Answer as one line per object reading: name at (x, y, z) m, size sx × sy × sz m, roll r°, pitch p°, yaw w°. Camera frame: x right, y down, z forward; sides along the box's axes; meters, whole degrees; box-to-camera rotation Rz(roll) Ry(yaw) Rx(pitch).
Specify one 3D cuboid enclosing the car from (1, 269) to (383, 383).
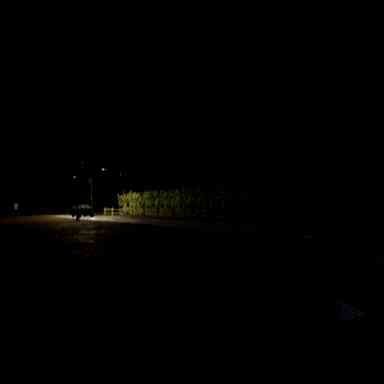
car at (0.386, 1.558, 3.235) m, size 4.181 × 1.385 × 1.994 m, roll 0°, pitch 0°, yaw -36°

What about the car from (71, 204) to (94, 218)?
car at (-16.936, 2.914, 51.313) m, size 2.150 × 2.045 × 5.566 m, roll 1°, pitch -3°, yaw -36°

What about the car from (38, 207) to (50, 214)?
car at (-37.880, 4.711, 85.189) m, size 2.097 × 1.767 × 4.553 m, roll 1°, pitch -3°, yaw -36°
